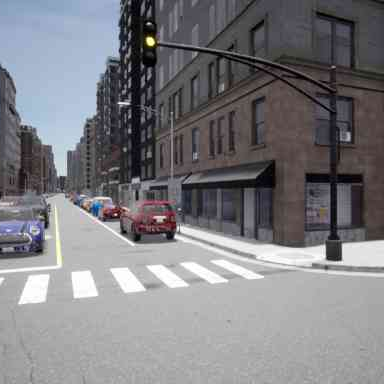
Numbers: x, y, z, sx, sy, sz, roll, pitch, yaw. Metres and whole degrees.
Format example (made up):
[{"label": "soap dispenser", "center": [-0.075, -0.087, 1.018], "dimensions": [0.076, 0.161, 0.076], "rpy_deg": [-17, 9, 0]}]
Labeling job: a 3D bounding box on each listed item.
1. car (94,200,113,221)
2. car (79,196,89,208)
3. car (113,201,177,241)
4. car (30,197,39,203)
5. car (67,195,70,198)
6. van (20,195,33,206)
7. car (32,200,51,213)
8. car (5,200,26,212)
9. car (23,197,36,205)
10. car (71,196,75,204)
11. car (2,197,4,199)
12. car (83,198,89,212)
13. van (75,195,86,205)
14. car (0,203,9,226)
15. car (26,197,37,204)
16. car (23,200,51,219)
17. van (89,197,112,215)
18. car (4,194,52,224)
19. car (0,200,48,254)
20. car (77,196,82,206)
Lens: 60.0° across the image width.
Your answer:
[{"label": "car", "center": [-6.658, 1.600, 27.393], "dimensions": [1.887, 1.381, 4.507], "rpy_deg": [0, 0, -22]}, {"label": "car", "center": [-13.209, 1.600, 43.232], "dimensions": [1.752, 1.417, 4.829], "rpy_deg": [0, 0, -22]}, {"label": "car", "center": [-2.334, 1.356, 16.940], "dimensions": [2.192, 1.841, 5.009], "rpy_deg": [0, 0, -22]}, {"label": "car", "center": [-36.159, 1.716, 76.409], "dimensions": [1.802, 1.307, 4.206], "rpy_deg": [0, 0, -22]}, {"label": "car", "center": [-28.278, 1.574, 79.660], "dimensions": [1.967, 1.590, 4.097], "rpy_deg": [0, 0, -22]}, {"label": "van", "center": [-27.513, 1.430, 55.512], "dimensions": [1.690, 1.788, 3.998], "rpy_deg": [0, 0, -22]}, {"label": "car", "center": [-17.834, 1.674, 39.580], "dimensions": [1.895, 1.301, 4.718], "rpy_deg": [0, 0, -22]}, {"label": "car", "center": [-21.030, 1.656, 39.834], "dimensions": [1.802, 1.307, 4.206], "rpy_deg": [0, 0, -22]}, {"label": "car", "center": [-29.675, 1.638, 60.737], "dimensions": [1.887, 1.381, 4.507], "rpy_deg": [0, 0, -22]}, {"label": "car", "center": [-19.629, 1.404, 58.757], "dimensions": [2.192, 1.841, 5.009], "rpy_deg": [0, 0, -22]}, {"label": "car", "center": [-18.868, 1.383, 34.609], "dimensions": [2.192, 1.841, 5.009], "rpy_deg": [0, 0, -22]}, {"label": "car", "center": [-10.982, 1.650, 37.847], "dimensions": [1.802, 1.307, 4.206], "rpy_deg": [0, 0, -22]}, {"label": "van", "center": [-17.467, 1.425, 53.529], "dimensions": [1.690, 1.788, 3.998], "rpy_deg": [0, 0, -22]}, {"label": "car", "center": [-14.481, 1.581, 24.000], "dimensions": [1.752, 1.417, 4.829], "rpy_deg": [0, 0, -22]}, {"label": "car", "center": [-31.837, 1.683, 65.962], "dimensions": [1.802, 1.307, 4.206], "rpy_deg": [0, 0, -22]}, {"label": "car", "center": [-14.511, 1.555, 31.412], "dimensions": [2.128, 1.511, 4.902], "rpy_deg": [0, 0, -22]}, {"label": "van", "center": [-8.820, 1.403, 32.621], "dimensions": [1.690, 1.788, 3.998], "rpy_deg": [0, 0, -22]}, {"label": "car", "center": [-10.785, 1.273, 22.269], "dimensions": [2.150, 2.045, 5.566], "rpy_deg": [0, 0, -22]}, {"label": "car", "center": [-7.129, 1.391, 13.446], "dimensions": [2.097, 1.767, 4.553], "rpy_deg": [0, 0, -22]}, {"label": "car", "center": [-15.306, 1.661, 48.303], "dimensions": [1.802, 1.307, 4.206], "rpy_deg": [0, 0, -22]}]
